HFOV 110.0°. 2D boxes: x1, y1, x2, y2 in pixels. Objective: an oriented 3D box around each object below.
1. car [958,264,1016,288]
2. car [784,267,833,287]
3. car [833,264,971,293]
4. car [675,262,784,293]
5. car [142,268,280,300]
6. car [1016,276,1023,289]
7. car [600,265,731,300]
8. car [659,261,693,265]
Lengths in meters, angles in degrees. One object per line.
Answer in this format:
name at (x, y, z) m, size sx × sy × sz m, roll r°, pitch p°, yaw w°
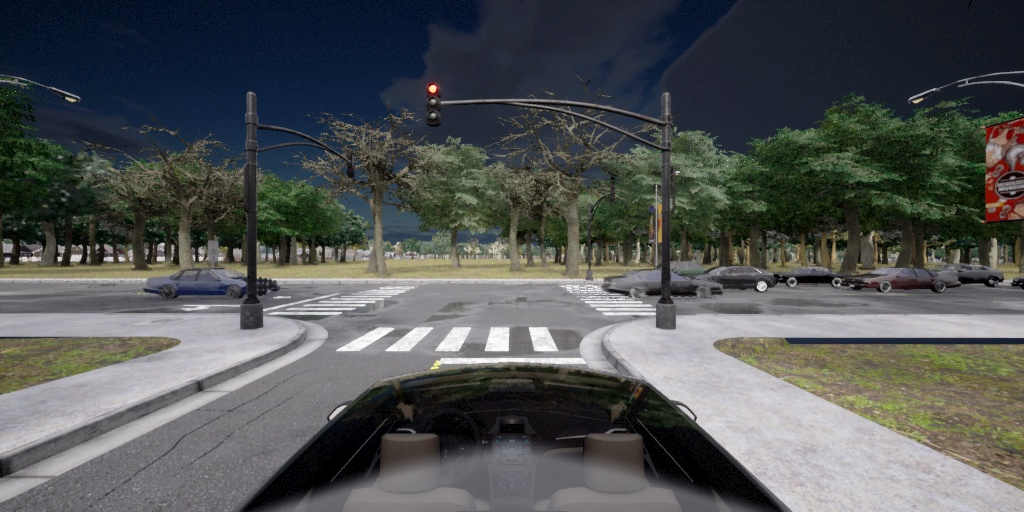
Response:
car at (29.398, 1.278, 23.819) m, size 4.902 × 1.511 × 2.128 m, roll 0°, pitch 0°, yaw 0°
car at (19.462, 1.371, 23.820) m, size 4.718 × 1.301 × 1.895 m, roll 0°, pitch 0°, yaw 0°
car at (22.187, 1.327, 20.569) m, size 5.357 × 1.411 × 2.033 m, roll 0°, pitch 0°, yaw 0°
car at (12.326, 1.269, 20.565) m, size 4.892 × 1.490 × 1.837 m, roll 0°, pitch 0°, yaw 0°
car at (-14.228, 1.282, 17.099) m, size 5.357 × 1.411 × 2.033 m, roll 0°, pitch 0°, yaw 0°
car at (32.403, 1.344, 20.564) m, size 5.357 × 1.411 × 2.033 m, roll 0°, pitch 0°, yaw 0°
car at (7.027, 1.309, 17.114) m, size 5.357 × 1.411 × 2.033 m, roll 0°, pitch 0°, yaw 0°
car at (10.478, 1.109, 23.813) m, size 4.553 × 1.767 × 2.097 m, roll 0°, pitch 0°, yaw 0°
